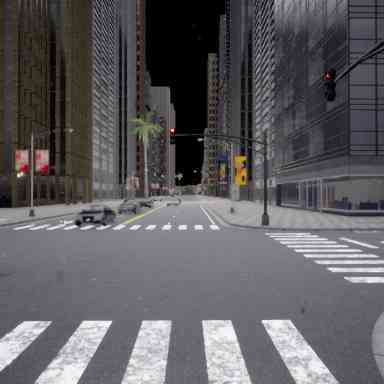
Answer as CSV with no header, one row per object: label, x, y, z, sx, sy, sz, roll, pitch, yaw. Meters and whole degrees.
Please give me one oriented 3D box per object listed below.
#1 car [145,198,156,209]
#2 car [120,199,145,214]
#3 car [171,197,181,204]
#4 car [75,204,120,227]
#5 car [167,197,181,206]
car,-6.679,1.677,48.649,2.033,1.411,5.357,0,0,0
car,-6.663,1.589,35.859,1.837,1.490,4.892,0,-1,0
car,-3.284,1.786,69.824,1.994,1.385,4.181,0,0,0
car,-6.639,1.611,23.249,1.994,1.385,4.181,0,0,0
car,-3.262,1.770,57.775,1.895,1.301,4.718,0,0,0
